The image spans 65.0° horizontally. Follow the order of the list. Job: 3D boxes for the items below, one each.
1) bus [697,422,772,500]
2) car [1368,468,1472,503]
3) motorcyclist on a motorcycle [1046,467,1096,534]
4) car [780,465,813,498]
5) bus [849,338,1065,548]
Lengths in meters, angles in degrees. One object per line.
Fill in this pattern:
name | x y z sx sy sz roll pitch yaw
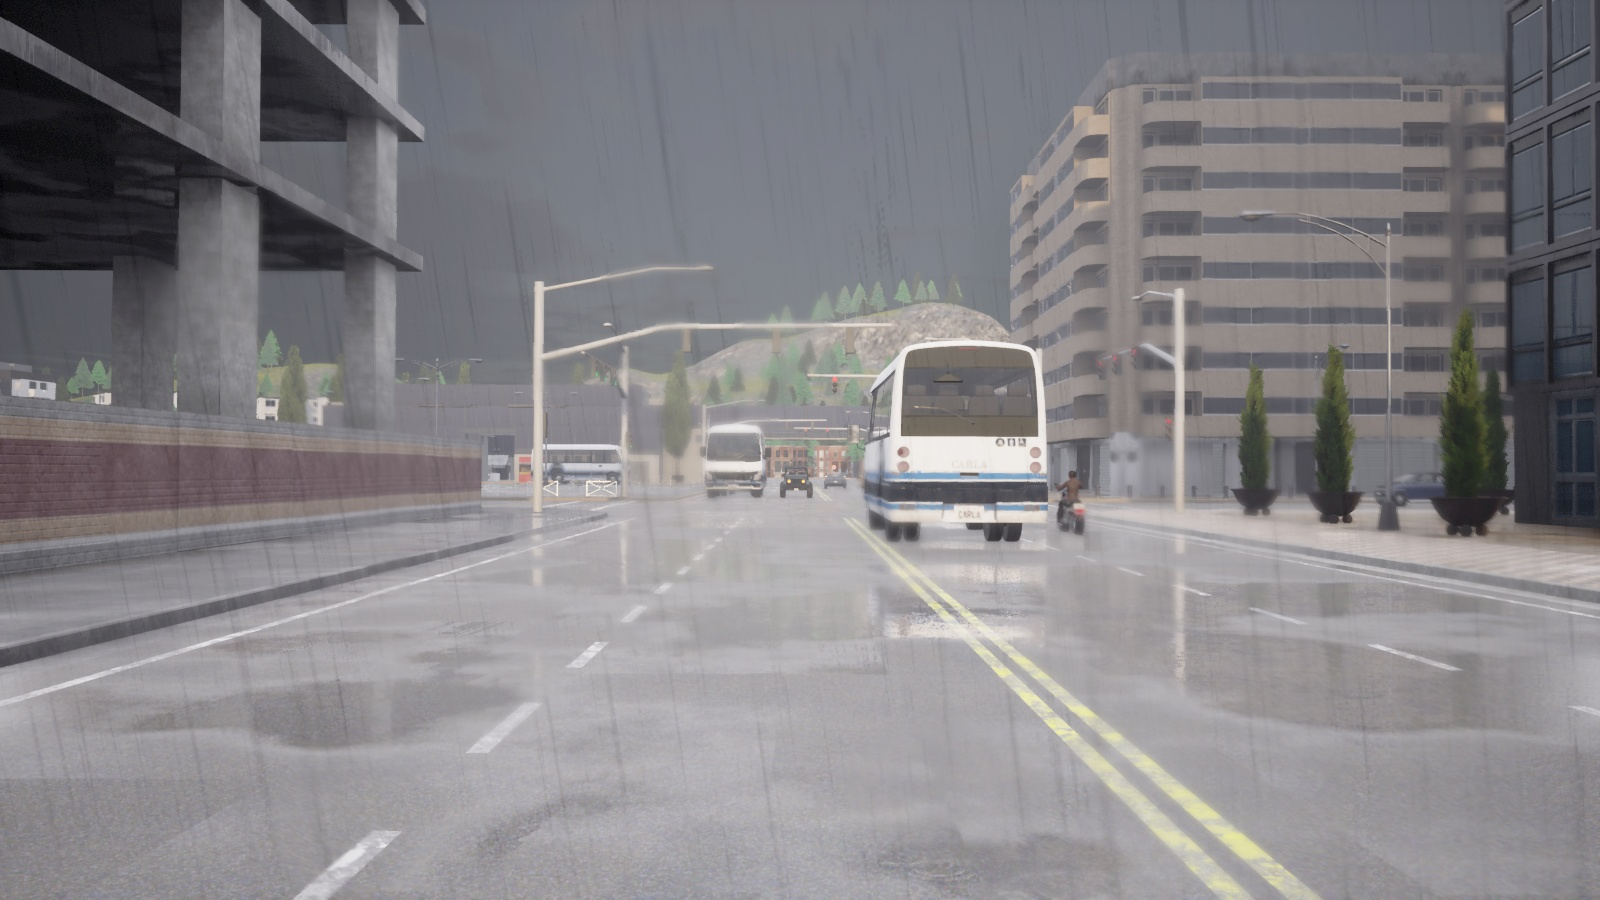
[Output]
bus | -3.709 0.698 74.342 3.944 4.253 10.273 0 -1 0
car | 27.597 1.565 55.982 3.705 1.549 1.789 0 -1 0
motorcyclist on a motorcycle | 6.912 1.276 32.138 0.766 1.649 2.350 0 -1 0
car | -0.204 1.853 74.108 1.905 1.878 3.866 0 -1 0
bus | 3.410 -0.060 30.769 3.944 4.253 10.273 0 -1 0
